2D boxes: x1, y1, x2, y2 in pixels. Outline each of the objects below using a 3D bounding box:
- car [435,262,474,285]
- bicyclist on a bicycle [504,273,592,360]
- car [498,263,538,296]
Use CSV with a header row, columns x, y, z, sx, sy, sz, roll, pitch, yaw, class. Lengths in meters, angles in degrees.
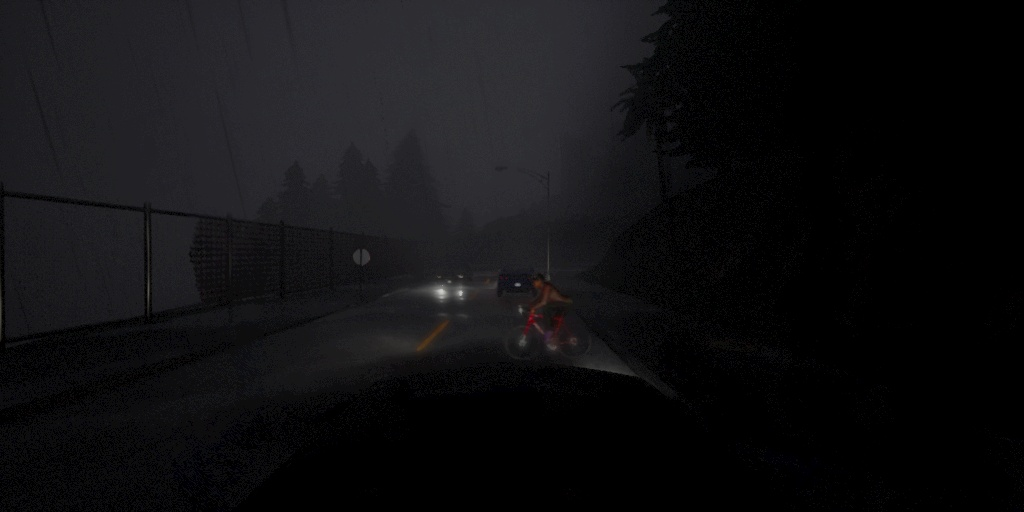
x,y,z,sx,sy,sz,roll,pitch,yaw,class
-3.733,1.142,24.271,2.033,1.411,5.357,0,0,1,car
0.667,1.146,6.686,1.656,1.620,0.582,-1,0,0,bicyclist on a bicycle
0.295,1.113,18.421,1.882,1.535,5.008,0,0,1,car
